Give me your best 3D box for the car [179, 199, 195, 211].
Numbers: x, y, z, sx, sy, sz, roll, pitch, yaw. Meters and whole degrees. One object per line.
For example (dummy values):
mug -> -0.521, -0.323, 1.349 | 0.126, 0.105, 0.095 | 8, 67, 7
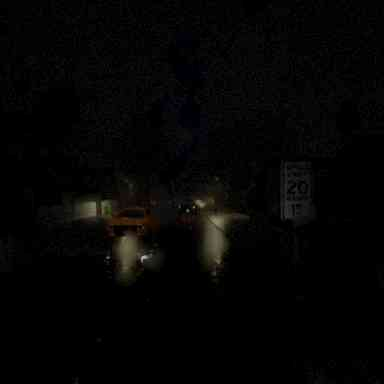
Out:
car -> -0.632, 1.734, 46.089 | 2.033, 1.411, 5.357 | 0, 0, 0

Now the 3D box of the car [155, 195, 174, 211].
car -> -3.490, 1.398, 43.252 | 2.150, 2.045, 5.566 | 0, 0, -1

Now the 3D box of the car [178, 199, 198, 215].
car -> -0.457, 1.654, 36.094 | 1.837, 1.490, 4.892 | 0, 0, -1

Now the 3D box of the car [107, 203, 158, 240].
car -> -3.092, 1.555, 17.575 | 1.882, 1.535, 5.008 | 0, 0, -1
